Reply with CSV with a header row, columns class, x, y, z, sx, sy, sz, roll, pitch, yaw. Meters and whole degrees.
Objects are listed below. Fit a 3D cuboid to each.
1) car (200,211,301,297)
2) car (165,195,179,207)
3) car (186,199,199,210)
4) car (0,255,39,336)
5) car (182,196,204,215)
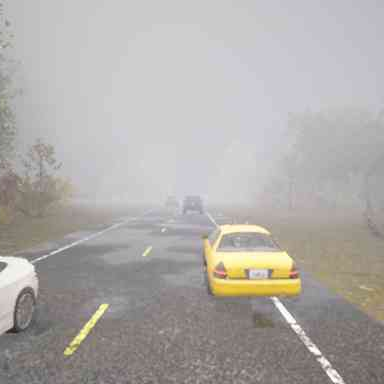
class,x,y,z,sx,sy,sz,roll,pitch,yaw
car,1.231,1.495,8.700,1.801,1.575,5.366,0,0,0
car,-3.458,1.587,57.716,2.150,2.045,5.566,0,0,0
car,0.069,1.818,48.138,1.812,1.442,4.674,0,0,1
car,-3.597,1.545,4.109,1.812,1.442,4.674,0,0,0
car,0.113,1.434,37.638,2.150,2.045,5.566,0,0,0
